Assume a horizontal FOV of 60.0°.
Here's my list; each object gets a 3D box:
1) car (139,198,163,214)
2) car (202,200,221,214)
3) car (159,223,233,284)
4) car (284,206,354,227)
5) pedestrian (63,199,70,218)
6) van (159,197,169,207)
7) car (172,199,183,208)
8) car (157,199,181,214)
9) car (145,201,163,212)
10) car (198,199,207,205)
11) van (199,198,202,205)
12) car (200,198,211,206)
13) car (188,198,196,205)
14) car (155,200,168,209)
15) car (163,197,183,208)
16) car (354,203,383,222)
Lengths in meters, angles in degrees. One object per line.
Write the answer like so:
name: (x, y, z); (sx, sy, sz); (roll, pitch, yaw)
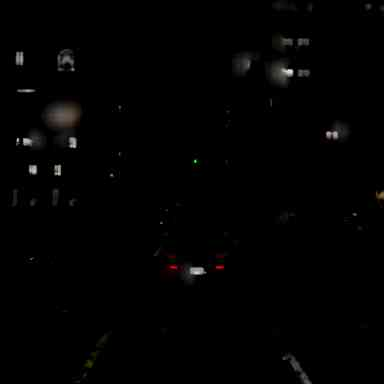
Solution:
car: (-5.301, 1.724, 41.323); (2.192, 1.841, 5.009); (0, -1, 0)
car: (2.578, 1.976, 41.319); (1.947, 1.339, 4.313); (0, -1, 0)
car: (0.106, 1.625, 9.738); (1.812, 1.442, 4.674); (0, -1, 0)
car: (8.643, 1.671, 23.351); (4.181, 1.385, 1.994); (-1, -1, -7)
pedestrian: (-12.142, 1.607, 32.077); (0.375, 1.860, 0.375); (0, 0, 0)
van: (-5.294, 1.961, 63.530); (1.690, 1.788, 3.998); (0, -1, 0)
car: (-2.732, 2.128, 61.661); (1.812, 1.442, 4.674); (0, -1, 0)
car: (-2.793, 1.913, 41.180); (1.837, 1.490, 4.892); (0, -1, 2)
car: (-5.300, 2.007, 46.873); (1.887, 1.381, 4.507); (0, -1, 0)
car: (2.591, 2.326, 80.182); (2.008, 1.369, 4.403); (0, -1, 0)
van: (2.585, 1.909, 57.976); (1.690, 1.788, 3.998); (0, -1, 0)
car: (2.582, 2.097, 52.422); (1.802, 1.307, 4.206); (0, -1, 0)
car: (0.024, 2.262, 81.123); (1.882, 1.535, 5.008); (0, -1, 0)
car: (-5.296, 2.112, 57.977); (1.887, 1.381, 4.507); (0, -1, 0)
car: (-2.811, 1.858, 51.405); (2.097, 1.767, 4.553); (0, -1, 0)
car: (15.111, 1.611, 26.449); (5.357, 1.411, 2.033); (-1, -1, 0)
